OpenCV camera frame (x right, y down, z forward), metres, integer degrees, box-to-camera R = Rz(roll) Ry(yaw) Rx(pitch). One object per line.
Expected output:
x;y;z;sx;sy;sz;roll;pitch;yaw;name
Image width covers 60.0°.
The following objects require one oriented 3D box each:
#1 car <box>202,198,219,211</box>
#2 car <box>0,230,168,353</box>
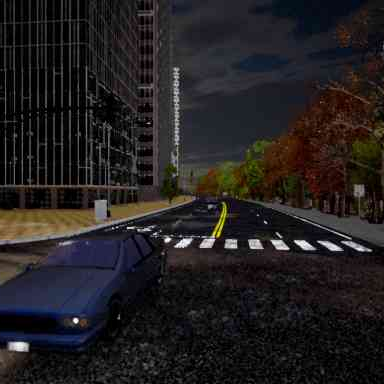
2.326;1.505;40.538;2.128;1.511;4.902;0;0;6;car
-1.829;1.555;6.849;2.033;1.411;5.357;0;0;8;car
